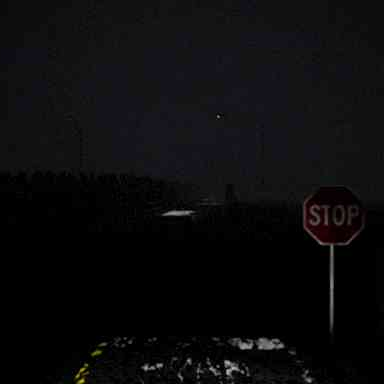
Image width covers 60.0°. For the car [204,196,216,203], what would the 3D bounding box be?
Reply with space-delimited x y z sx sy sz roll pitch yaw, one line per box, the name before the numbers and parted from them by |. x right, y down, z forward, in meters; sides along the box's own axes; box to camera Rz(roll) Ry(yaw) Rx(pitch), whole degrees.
car | 3.676 1.463 66.064 1.882 1.535 5.008 0 1 11

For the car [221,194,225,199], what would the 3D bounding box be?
car | 9.022 1.307 89.787 2.097 1.767 4.553 0 0 15

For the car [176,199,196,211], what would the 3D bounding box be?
car | -0.732 1.574 40.502 1.895 1.301 4.718 0 0 7
